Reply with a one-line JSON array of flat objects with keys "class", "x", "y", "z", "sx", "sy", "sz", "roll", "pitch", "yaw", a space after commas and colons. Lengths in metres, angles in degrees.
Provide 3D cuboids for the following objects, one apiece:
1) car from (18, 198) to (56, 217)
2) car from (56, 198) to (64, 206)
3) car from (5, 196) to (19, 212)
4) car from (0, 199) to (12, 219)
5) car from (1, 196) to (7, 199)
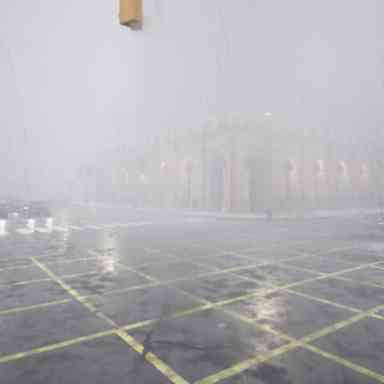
[{"class": "car", "x": -14.467, "y": 1.494, "z": 30.876, "sx": 1.837, "sy": 1.490, "sz": 4.892, "roll": 0, "pitch": 0, "yaw": -36}, {"class": "car", "x": -22.582, "y": 1.576, "z": 54.732, "sx": 1.895, "sy": 1.301, "sz": 4.718, "roll": 0, "pitch": 0, "yaw": -35}, {"class": "car", "x": -20.152, "y": 1.537, "z": 38.821, "sx": 2.033, "sy": 1.411, "sz": 5.357, "roll": 0, "pitch": 0, "yaw": -35}, {"class": "car", "x": -17.028, "y": 1.560, "z": 28.443, "sx": 1.994, "sy": 1.385, "sz": 4.181, "roll": 0, "pitch": 0, "yaw": -36}, {"class": "car", "x": -25.835, "y": 1.342, "z": 46.902, "sx": 2.097, "sy": 1.767, "sz": 4.553, "roll": 0, "pitch": 0, "yaw": -35}]
